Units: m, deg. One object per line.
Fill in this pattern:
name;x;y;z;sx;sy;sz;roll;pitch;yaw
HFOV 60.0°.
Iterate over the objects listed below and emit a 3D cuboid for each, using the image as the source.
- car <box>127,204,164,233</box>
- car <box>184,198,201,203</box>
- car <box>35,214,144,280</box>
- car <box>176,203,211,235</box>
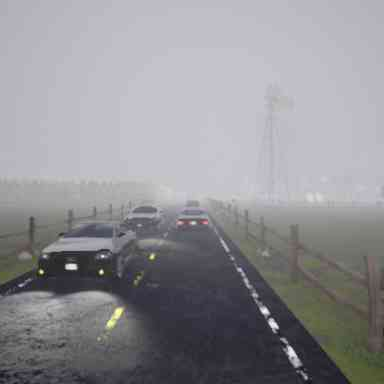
car;-2.758;1.476;19.977;1.882;1.535;5.008;0;0;0
car;0.079;1.507;39.488;1.837;1.490;4.892;0;0;0
car;-2.815;1.562;9.784;1.994;1.385;4.181;0;0;1
car;0.071;1.546;18.564;2.033;1.411;5.357;0;0;0
